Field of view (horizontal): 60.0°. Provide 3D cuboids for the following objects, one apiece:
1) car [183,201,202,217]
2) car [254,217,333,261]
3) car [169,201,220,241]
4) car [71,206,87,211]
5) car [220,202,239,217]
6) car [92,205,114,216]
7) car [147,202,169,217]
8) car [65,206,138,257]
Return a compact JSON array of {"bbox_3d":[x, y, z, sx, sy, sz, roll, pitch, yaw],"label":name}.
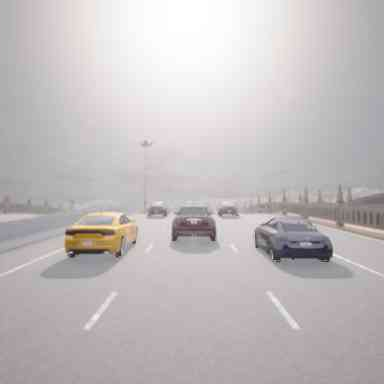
[{"bbox_3d":[0.087,1.730,35.195,1.882,1.535,5.008,0,-2,0],"label":"car"},{"bbox_3d":[3.596,1.630,12.490,1.994,1.385,4.181,0,0,0],"label":"car"},{"bbox_3d":[0.094,1.444,17.480,2.097,1.767,4.553,0,0,0],"label":"car"},{"bbox_3d":[-17.520,2.907,52.565,1.812,1.442,4.674,0,-6,0],"label":"car"},{"bbox_3d":[3.588,1.751,34.200,1.812,1.442,4.674,0,-1,0],"label":"car"},{"bbox_3d":[-14.019,2.937,52.696,2.033,1.411,5.357,0,-6,0],"label":"car"},{"bbox_3d":[-3.412,1.752,34.209,1.812,1.442,4.674,0,-1,0],"label":"car"},{"bbox_3d":[-3.405,1.548,13.322,1.882,1.535,5.008,0,0,0],"label":"car"}]
